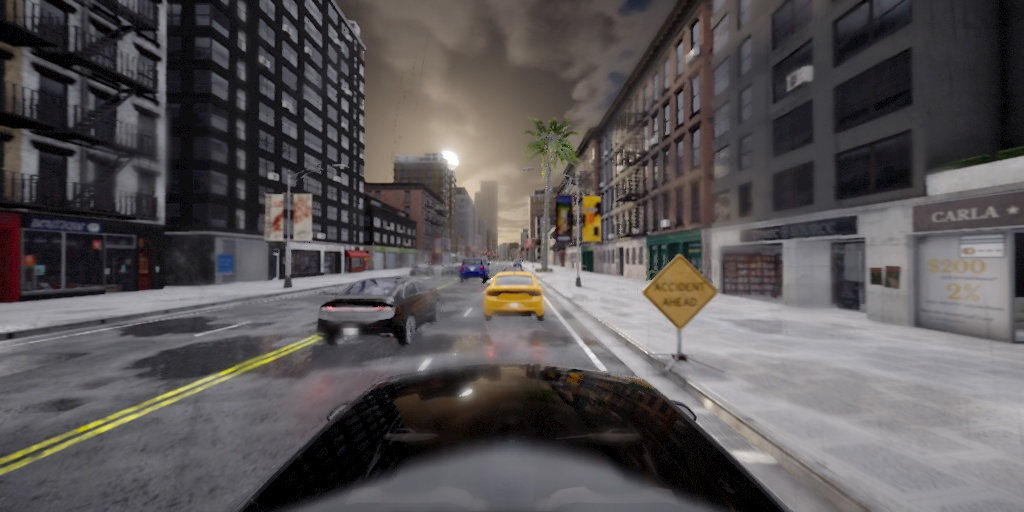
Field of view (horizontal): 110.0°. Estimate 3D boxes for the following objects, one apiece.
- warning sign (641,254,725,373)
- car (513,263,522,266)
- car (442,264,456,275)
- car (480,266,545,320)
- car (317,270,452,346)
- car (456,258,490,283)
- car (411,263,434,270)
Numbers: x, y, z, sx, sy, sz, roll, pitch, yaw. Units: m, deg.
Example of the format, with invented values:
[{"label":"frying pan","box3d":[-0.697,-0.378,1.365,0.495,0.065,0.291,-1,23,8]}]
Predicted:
[{"label":"warning sign","box3d":[2.851,0.894,6.111,1.300,1.860,1.060,0,0,0]},{"label":"car","box3d":[0.101,1.544,30.342,1.895,1.301,4.718,0,0,0]},{"label":"car","box3d":[-6.582,1.573,39.791,1.994,1.385,4.181,0,0,0]},{"label":"car","box3d":[0.086,1.303,13.010,1.882,1.535,5.008,0,0,0]},{"label":"car","box3d":[-3.175,1.295,9.522,2.128,1.511,4.902,0,0,0]},{"label":"car","box3d":[-3.146,1.170,31.062,2.150,2.045,5.566,0,0,0]},{"label":"car","box3d":[-9.831,1.534,39.679,1.812,1.442,4.674,0,0,0]}]
